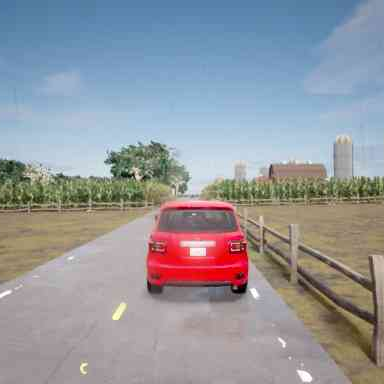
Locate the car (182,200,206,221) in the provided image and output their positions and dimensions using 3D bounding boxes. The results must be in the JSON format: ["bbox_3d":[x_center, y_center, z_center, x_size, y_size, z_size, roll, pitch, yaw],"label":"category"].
[{"bbox_3d":[0.161,1.483,28.126,1.837,1.490,4.892,0,0,0],"label":"car"}]

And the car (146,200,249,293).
[{"bbox_3d":[0.117,1.220,8.959,2.150,2.045,5.566,0,0,0],"label":"car"}]
